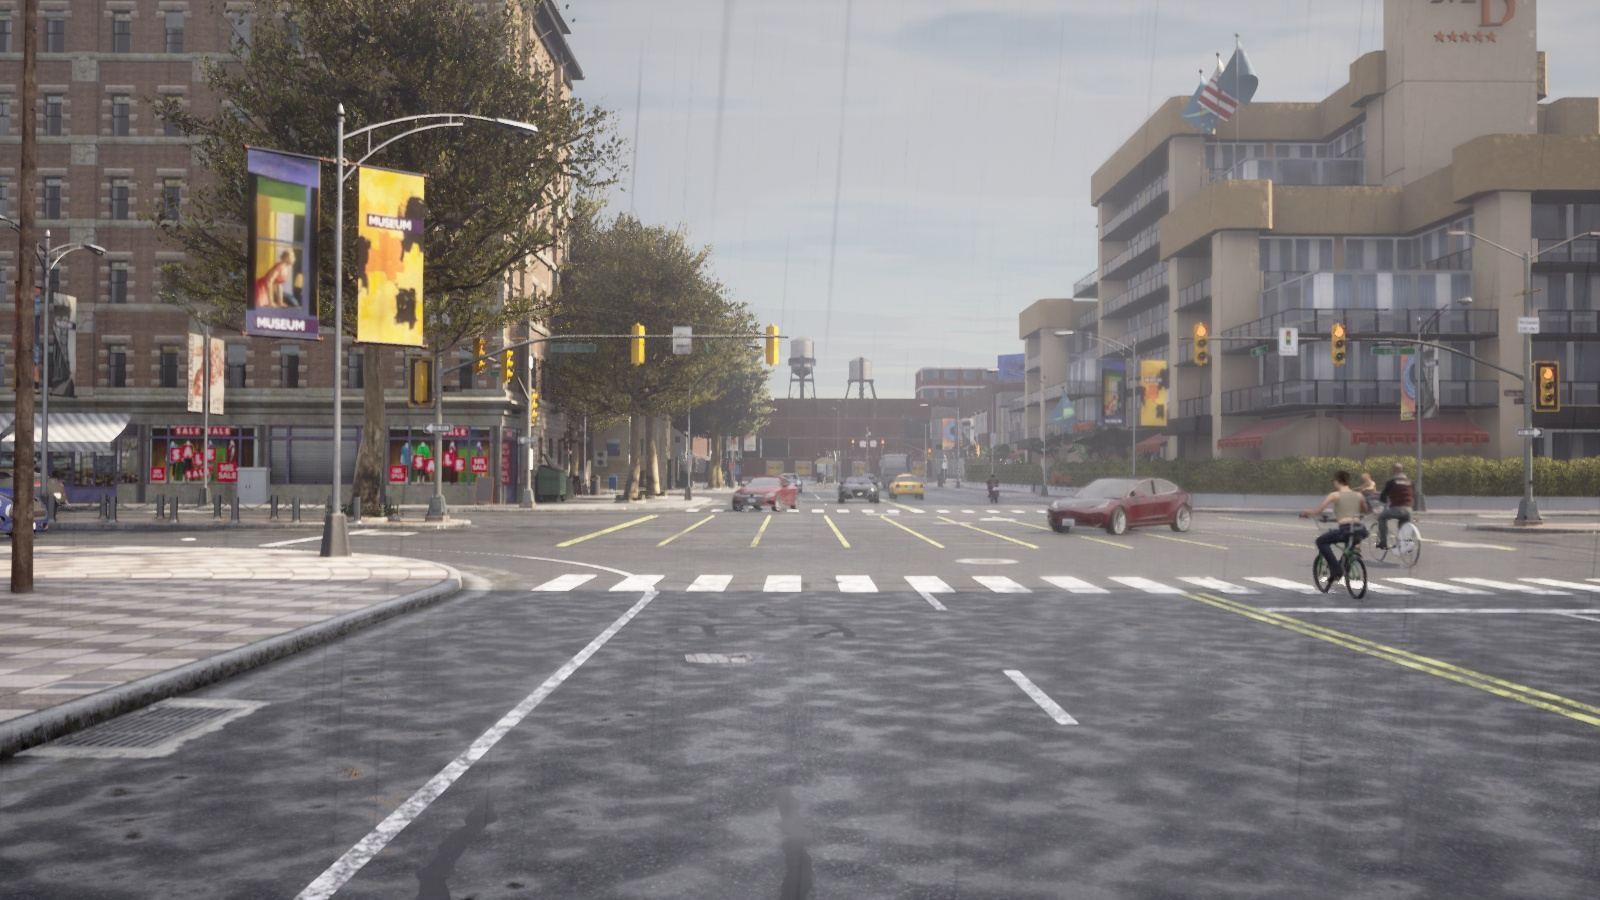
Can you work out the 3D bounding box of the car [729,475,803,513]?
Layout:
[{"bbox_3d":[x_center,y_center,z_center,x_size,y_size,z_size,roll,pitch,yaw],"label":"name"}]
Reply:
[{"bbox_3d":[-1.323,1.747,51.052,1.812,1.442,4.674,0,-1,14],"label":"car"}]

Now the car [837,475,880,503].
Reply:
[{"bbox_3d":[2.996,2.014,65.029,1.994,1.385,4.181,0,-1,-1],"label":"car"}]

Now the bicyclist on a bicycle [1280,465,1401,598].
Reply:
[{"bbox_3d":[6.883,1.009,16.086,0.866,1.612,1.509,0,-1,-1],"label":"bicyclist on a bicycle"}]

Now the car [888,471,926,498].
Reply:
[{"bbox_3d":[6.415,2.068,75.960,1.801,1.575,5.366,0,-1,0],"label":"car"}]

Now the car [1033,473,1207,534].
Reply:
[{"bbox_3d":[8.537,1.368,33.285,4.792,1.488,2.163,1,-1,-42],"label":"car"}]

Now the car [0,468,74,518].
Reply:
[{"bbox_3d":[-27.858,1.459,42.749,5.027,1.651,2.152,0,-1,0],"label":"car"}]

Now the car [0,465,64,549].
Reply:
[{"bbox_3d":[-19.190,1.241,27.790,4.553,1.767,2.097,0,-1,1],"label":"car"}]

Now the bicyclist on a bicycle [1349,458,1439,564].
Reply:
[{"bbox_3d":[10.334,1.031,21.915,0.659,1.776,1.843,0,0,0],"label":"bicyclist on a bicycle"}]

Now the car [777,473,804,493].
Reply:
[{"bbox_3d":[-0.727,2.452,94.673,1.970,1.475,3.806,0,-1,0],"label":"car"}]
